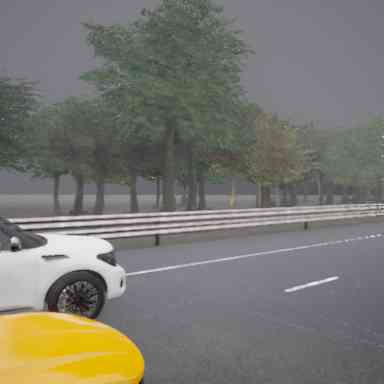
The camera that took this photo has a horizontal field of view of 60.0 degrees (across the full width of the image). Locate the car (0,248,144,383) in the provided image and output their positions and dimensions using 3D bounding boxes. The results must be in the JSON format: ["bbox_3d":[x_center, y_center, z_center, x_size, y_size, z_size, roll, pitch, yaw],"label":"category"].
[{"bbox_3d":[-2.646,1.478,1.859,5.008,1.535,1.882,0,0,-36],"label":"car"}]

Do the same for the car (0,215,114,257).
[{"bbox_3d":[-3.893,1.222,5.284,5.566,2.045,2.150,0,0,-36],"label":"car"}]
